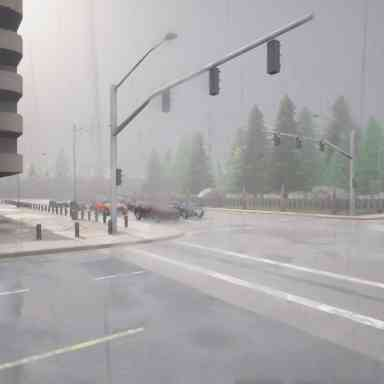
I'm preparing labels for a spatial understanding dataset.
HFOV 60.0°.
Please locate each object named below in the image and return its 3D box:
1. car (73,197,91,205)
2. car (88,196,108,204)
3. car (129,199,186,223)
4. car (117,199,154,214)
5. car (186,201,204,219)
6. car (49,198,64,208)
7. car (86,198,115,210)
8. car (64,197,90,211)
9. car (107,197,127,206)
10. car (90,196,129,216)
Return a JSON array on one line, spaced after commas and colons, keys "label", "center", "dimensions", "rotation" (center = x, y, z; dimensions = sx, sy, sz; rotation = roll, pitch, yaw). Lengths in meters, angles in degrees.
[{"label": "car", "center": [-20.807, 1.656, 62.957], "dimensions": [1.895, 1.301, 4.718], "rotation": [0, 0, -36]}, {"label": "car", "center": [-18.740, 1.547, 66.049], "dimensions": [2.128, 1.511, 4.902], "rotation": [0, 0, -36]}, {"label": "car", "center": [-2.851, 1.533, 26.553], "dimensions": [1.882, 1.535, 5.008], "rotation": [0, 0, -36]}, {"label": "car", "center": [-6.385, 1.547, 37.224], "dimensions": [2.128, 1.511, 4.902], "rotation": [0, 0, -36]}, {"label": "car", "center": [-0.867, 1.547, 29.758], "dimensions": [2.128, 1.511, 4.902], "rotation": [0, 0, -36]}, {"label": "car", "center": [-20.021, 1.603, 49.856], "dimensions": [2.033, 1.411, 5.357], "rotation": [0, 0, -36]}, {"label": "car", "center": [-12.552, 1.603, 45.580], "dimensions": [2.033, 1.411, 5.357], "rotation": [0, 0, -36]}, {"label": "car", "center": [-13.748, 1.547, 41.307], "dimensions": [2.128, 1.511, 4.902], "rotation": [0, 0, -36]}, {"label": "car", "center": [-13.227, 1.581, 58.610], "dimensions": [1.812, 1.442, 4.674], "rotation": [0, 0, -36]}, {"label": "car", "center": [-8.320, 1.407, 33.947], "dimensions": [2.097, 1.767, 4.553], "rotation": [0, 0, -36]}]
